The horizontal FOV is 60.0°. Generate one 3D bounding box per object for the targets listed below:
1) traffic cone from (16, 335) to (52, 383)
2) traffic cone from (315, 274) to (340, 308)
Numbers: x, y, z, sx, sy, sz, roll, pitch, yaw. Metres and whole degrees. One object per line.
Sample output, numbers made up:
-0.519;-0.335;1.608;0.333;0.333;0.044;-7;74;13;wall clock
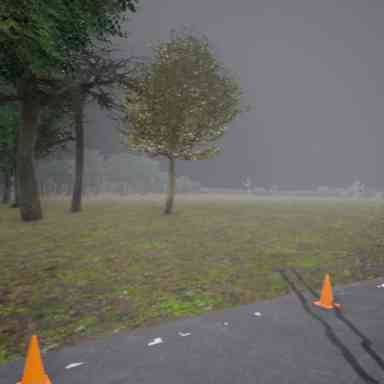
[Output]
-1.790;1.923;3.776;0.340;0.580;0.340;0;0;-34;traffic cone
2.642;1.909;6.503;0.340;0.580;0.340;0;0;-29;traffic cone
